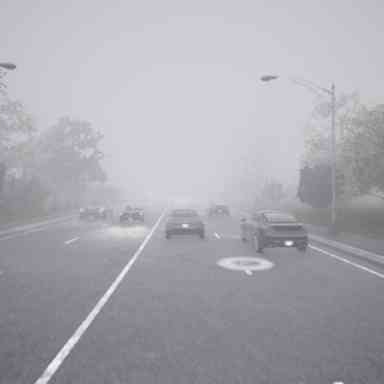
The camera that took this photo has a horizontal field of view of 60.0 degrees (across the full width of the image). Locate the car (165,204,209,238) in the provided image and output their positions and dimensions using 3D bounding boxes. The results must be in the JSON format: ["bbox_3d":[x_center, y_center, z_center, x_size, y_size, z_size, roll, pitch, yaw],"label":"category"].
[{"bbox_3d":[-0.401,1.588,17.898,1.994,1.385,4.181,0,0,-2],"label":"car"}]

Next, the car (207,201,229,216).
[{"bbox_3d":[2.469,1.565,32.385,1.812,1.442,4.674,0,0,-3],"label":"car"}]

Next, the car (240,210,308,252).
[{"bbox_3d":[3.255,1.519,13.886,1.837,1.490,4.892,0,0,-2],"label":"car"}]

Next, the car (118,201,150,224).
[{"bbox_3d":[-4.432,1.640,25.726,1.895,1.301,4.718,0,0,-3],"label":"car"}]

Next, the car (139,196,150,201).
[{"bbox_3d":[-9.829,1.597,69.185,1.837,1.490,4.892,0,0,-3],"label":"car"}]

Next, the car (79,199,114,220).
[{"bbox_3d":[-8.054,1.400,28.359,2.097,1.767,4.553,0,0,-3],"label":"car"}]

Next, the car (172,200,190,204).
[{"bbox_3d":[-1.163,1.574,35.462,1.812,1.442,4.674,0,0,-2],"label":"car"}]

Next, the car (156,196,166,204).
[{"bbox_3d":[-6.268,1.612,67.900,1.812,1.442,4.674,0,0,-3],"label":"car"}]
